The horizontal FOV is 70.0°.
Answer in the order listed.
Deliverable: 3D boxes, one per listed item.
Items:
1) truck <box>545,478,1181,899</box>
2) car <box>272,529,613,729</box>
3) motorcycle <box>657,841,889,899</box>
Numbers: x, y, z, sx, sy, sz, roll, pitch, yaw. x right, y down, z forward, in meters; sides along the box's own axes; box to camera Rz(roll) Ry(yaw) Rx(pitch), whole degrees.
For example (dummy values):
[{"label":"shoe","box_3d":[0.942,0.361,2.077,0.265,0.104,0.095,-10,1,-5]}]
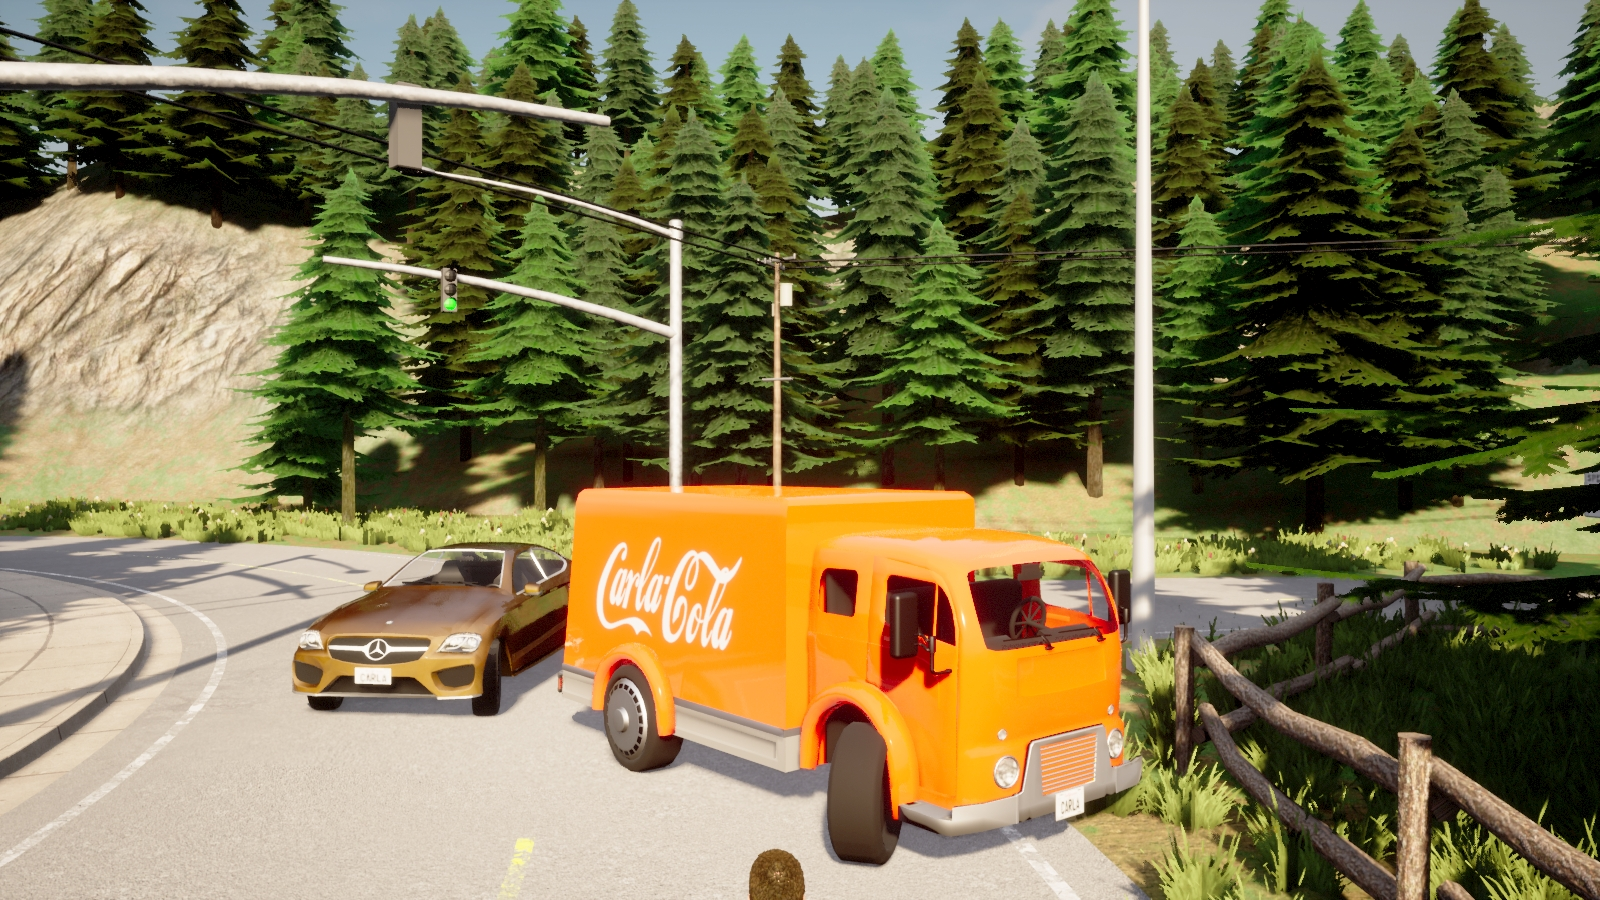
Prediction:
[{"label":"truck","box_3d":[0.202,1.542,9.769,2.627,2.467,5.204,0,0,-39]},{"label":"car","box_3d":[-4.038,1.970,14.038,2.152,1.651,5.027,0,0,6]},{"label":"motorcycle","box_3d":[-0.074,2.159,3.526,0.803,1.199,2.033,0,0,-2]}]
